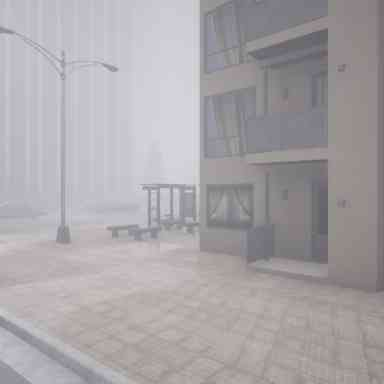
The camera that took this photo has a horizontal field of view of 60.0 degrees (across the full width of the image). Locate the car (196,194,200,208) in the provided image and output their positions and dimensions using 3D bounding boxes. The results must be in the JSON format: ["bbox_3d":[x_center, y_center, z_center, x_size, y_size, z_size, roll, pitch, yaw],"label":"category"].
[{"bbox_3d":[1.101,1.276,50.861,2.150,2.045,5.566,0,0,40],"label":"car"}]

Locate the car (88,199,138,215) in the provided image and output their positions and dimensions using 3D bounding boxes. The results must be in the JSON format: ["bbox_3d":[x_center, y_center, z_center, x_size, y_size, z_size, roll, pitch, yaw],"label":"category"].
[{"bbox_3d":[-7.974,1.656,34.689,1.895,1.301,4.718,0,0,40],"label":"car"}]

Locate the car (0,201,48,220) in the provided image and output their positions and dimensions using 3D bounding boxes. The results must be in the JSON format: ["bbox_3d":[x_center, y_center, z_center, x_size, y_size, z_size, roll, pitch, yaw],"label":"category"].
[{"bbox_3d":[-14.554,1.603,26.819,2.033,1.411,5.357,0,0,40],"label":"car"}]

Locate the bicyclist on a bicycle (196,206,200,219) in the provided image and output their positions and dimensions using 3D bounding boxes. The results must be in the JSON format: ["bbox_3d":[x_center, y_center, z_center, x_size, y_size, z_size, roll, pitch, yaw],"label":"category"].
[{"bbox_3d":[0.940,1.356,26.674,1.656,1.620,0.582,0,0,40],"label":"bicyclist on a bicycle"}]

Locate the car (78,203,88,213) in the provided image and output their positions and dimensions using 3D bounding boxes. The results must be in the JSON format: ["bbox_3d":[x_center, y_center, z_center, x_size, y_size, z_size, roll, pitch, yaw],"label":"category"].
[{"bbox_3d":[-10.347,1.546,37.304,2.128,1.511,4.902,0,0,40],"label":"car"}]

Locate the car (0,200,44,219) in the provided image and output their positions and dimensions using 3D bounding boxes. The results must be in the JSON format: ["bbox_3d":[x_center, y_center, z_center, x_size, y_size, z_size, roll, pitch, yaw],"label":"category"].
[{"bbox_3d":[-16.269,1.560,30.228,1.837,1.490,4.892,0,0,40],"label":"car"}]
